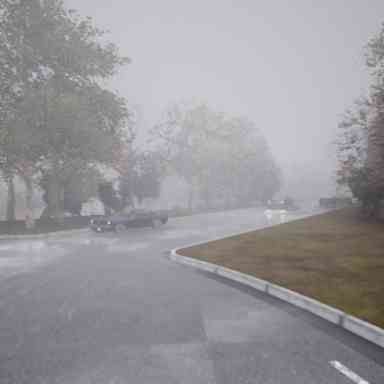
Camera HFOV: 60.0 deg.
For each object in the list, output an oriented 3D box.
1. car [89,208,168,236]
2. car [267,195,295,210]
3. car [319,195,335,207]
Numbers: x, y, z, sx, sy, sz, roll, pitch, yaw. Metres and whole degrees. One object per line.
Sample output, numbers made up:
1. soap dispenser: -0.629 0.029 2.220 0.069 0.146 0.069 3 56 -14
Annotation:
1. car: -3.573 1.648 19.323 1.895 1.301 4.718 -1 0 37
2. car: 10.633 1.122 39.632 2.097 1.767 4.553 -1 0 35
3. car: 18.428 1.101 44.472 1.882 1.535 5.008 -1 0 35
